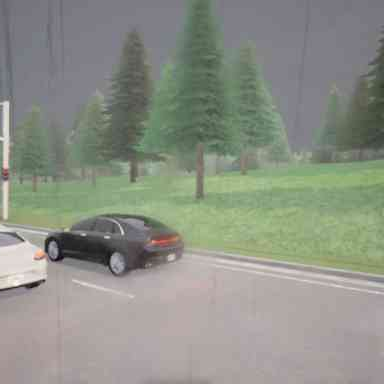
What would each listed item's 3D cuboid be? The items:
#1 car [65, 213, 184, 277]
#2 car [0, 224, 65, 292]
[{"bbox_3d":[-2.487,1.397,9.955,4.892,1.490,1.837,1,1,36],"label":"car"},{"bbox_3d":[-5.120,1.408,7.545,4.674,1.442,1.812,1,1,36],"label":"car"}]
